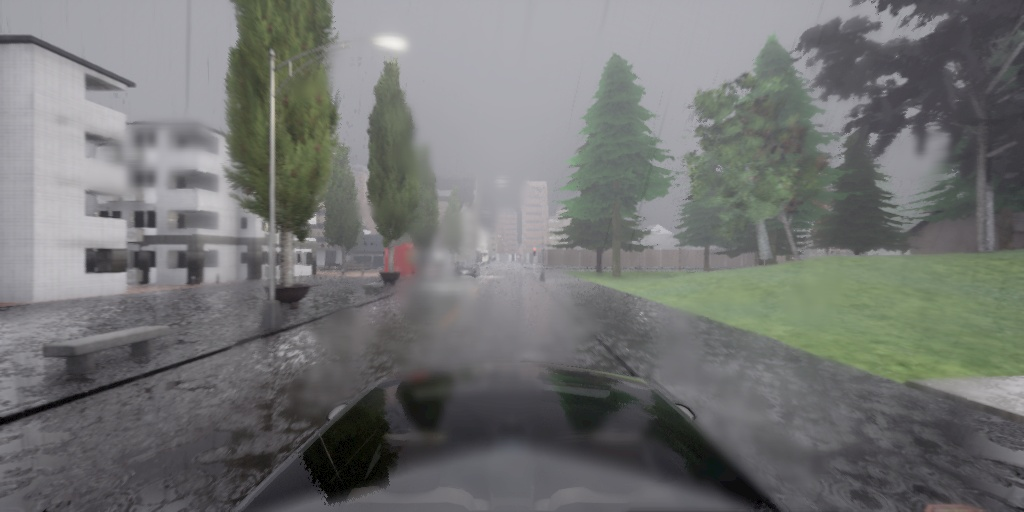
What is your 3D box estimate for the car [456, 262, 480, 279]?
[{"bbox_3d":[-4.052,1.291,33.526,2.128,1.511,4.902,0,0,0],"label":"car"}]
